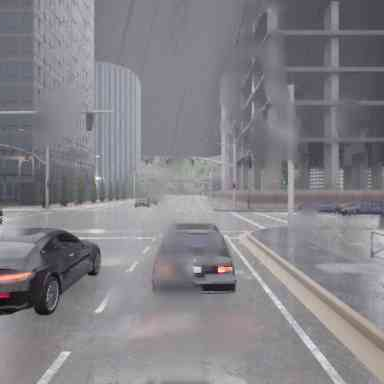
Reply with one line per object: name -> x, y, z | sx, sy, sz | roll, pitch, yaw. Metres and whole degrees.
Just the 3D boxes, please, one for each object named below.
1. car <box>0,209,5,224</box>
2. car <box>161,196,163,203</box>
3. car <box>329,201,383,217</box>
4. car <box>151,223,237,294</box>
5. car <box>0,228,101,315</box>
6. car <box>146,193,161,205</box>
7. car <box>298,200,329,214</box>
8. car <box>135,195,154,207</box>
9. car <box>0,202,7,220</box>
car -> -14.705, 1.510, 21.275 | 5.357, 1.411, 2.033 | 0, 0, 20
car -> -7.161, 1.352, 68.336 | 2.097, 1.767, 4.553 | 0, 0, 0
car -> 15.837, 1.492, 30.250 | 5.357, 1.411, 2.033 | 0, 0, 0
car -> 0.051, 1.547, 8.937 | 2.033, 1.411, 5.357 | 0, 0, 0
car -> -3.456, 1.526, 7.419 | 1.812, 1.442, 4.674 | 0, 0, 0
car -> -7.207, 1.221, 58.513 | 2.150, 2.045, 5.566 | 0, 0, 0
car -> 12.969, 1.508, 33.733 | 4.181, 1.385, 1.994 | 0, 0, 0
car -> -7.206, 1.564, 49.195 | 1.994, 1.385, 4.181 | 0, 0, 0
car -> -17.890, 1.496, 26.249 | 5.357, 1.411, 2.033 | 0, 0, -3
